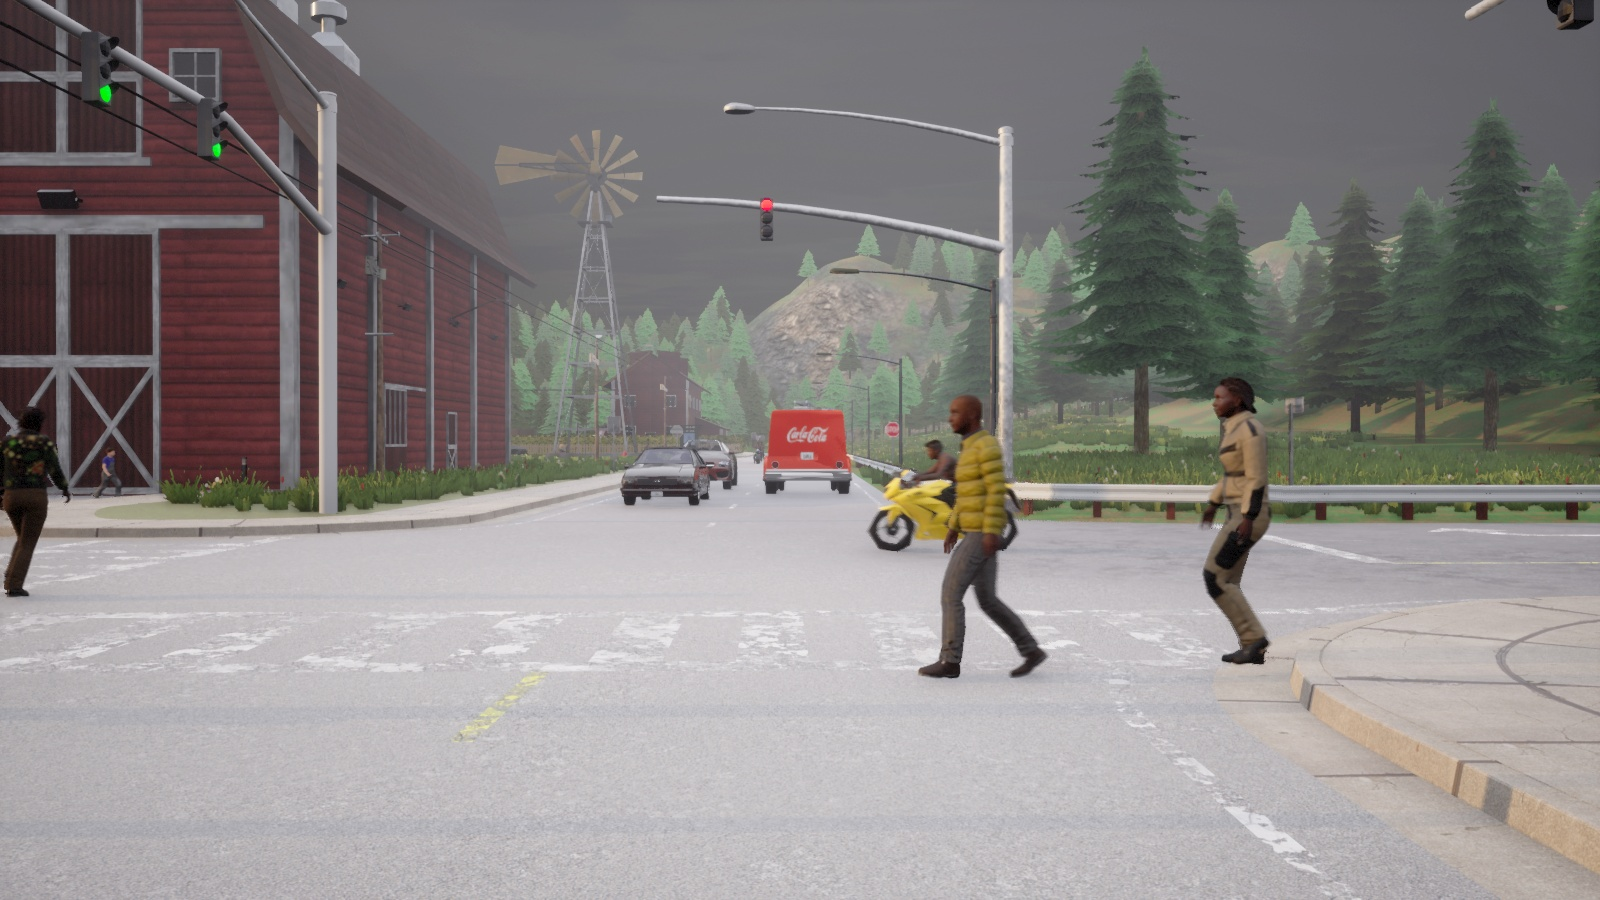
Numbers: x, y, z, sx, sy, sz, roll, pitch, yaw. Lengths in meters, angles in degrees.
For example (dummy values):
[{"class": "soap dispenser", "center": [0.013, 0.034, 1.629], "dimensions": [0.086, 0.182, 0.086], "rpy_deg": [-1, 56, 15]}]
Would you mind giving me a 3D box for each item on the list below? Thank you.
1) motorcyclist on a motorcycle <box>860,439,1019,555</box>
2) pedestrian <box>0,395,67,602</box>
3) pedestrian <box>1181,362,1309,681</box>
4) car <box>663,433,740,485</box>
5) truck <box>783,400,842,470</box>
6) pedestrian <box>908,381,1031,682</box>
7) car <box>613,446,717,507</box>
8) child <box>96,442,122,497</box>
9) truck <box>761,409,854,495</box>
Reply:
[{"class": "motorcyclist on a motorcycle", "center": [1.853, 0.621, 16.923], "dimensions": [2.044, 1.523, 0.797], "rpy_deg": [0, 0, -1]}, {"class": "pedestrian", "center": [-7.423, 0.448, 12.065], "dimensions": [0.395, 1.930, 0.692], "rpy_deg": [0, 0, -5]}, {"class": "pedestrian", "center": [2.766, 0.432, 7.849], "dimensions": [0.692, 1.930, 0.396], "rpy_deg": [0, 0, 10]}, {"class": "car", "center": [-3.251, 0.283, 42.350], "dimensions": [2.152, 1.651, 5.027], "rpy_deg": [0, 0, 0]}, {"class": "truck", "center": [0.804, -0.829, 72.995], "dimensions": [2.891, 3.827, 8.468], "rpy_deg": [0, 0, 4]}, {"class": "pedestrian", "center": [1.054, 0.498, 7.868], "dimensions": [0.726, 1.835, 0.370], "rpy_deg": [0, 0, 1]}, {"class": "car", "center": [-3.308, 0.611, 31.870], "dimensions": [2.033, 1.411, 5.357], "rpy_deg": [0, 0, 0]}, {"class": "child", "center": [-15.873, 0.442, 28.837], "dimensions": [0.437, 1.263, 0.270], "rpy_deg": [0, 0, 8]}, {"class": "truck", "center": [0.231, 0.043, 38.356], "dimensions": [2.627, 2.467, 5.204], "rpy_deg": [0, 0, 0]}]
